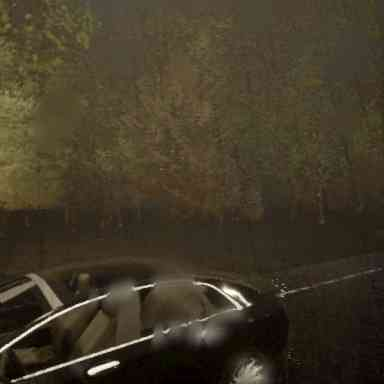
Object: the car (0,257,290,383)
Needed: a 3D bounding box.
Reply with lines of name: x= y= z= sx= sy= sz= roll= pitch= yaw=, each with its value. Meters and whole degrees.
car: x=-1.114 y=1.511 z=3.196 sx=4.892 sy=1.490 sz=1.837 roll=1 pitch=0 yaw=-35
